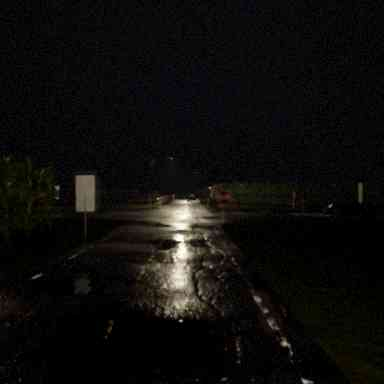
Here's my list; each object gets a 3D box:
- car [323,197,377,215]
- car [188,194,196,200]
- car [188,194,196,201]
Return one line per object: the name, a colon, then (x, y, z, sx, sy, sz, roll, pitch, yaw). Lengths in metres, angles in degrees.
car: (15.152, 1.288, 32.153, 4.553, 1.767, 2.097, 0, 1, 7)
car: (-0.002, 1.309, 90.010, 1.994, 1.385, 4.181, 0, 0, 0)
car: (-0.002, 1.529, 80.036, 1.895, 1.301, 4.718, 0, 0, 0)
